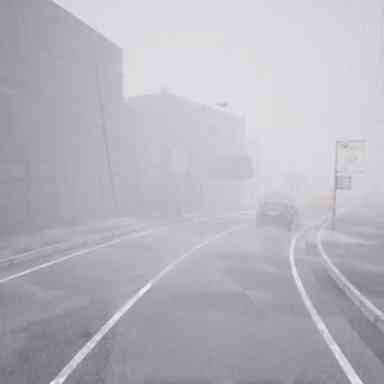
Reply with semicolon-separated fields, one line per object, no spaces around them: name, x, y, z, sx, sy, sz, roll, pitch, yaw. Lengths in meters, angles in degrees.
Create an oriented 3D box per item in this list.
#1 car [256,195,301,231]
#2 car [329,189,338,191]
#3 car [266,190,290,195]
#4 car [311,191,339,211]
car;5.483;1.288;20.750;2.097;1.767;4.553;3;1;24
car;29.974;0.185;70.691;2.097;1.767;4.553;3;3;30
car;8.801;0.894;34.832;2.150;2.045;5.566;3;2;31
car;15.329;1.125;38.650;2.097;1.767;4.553;3;2;30
